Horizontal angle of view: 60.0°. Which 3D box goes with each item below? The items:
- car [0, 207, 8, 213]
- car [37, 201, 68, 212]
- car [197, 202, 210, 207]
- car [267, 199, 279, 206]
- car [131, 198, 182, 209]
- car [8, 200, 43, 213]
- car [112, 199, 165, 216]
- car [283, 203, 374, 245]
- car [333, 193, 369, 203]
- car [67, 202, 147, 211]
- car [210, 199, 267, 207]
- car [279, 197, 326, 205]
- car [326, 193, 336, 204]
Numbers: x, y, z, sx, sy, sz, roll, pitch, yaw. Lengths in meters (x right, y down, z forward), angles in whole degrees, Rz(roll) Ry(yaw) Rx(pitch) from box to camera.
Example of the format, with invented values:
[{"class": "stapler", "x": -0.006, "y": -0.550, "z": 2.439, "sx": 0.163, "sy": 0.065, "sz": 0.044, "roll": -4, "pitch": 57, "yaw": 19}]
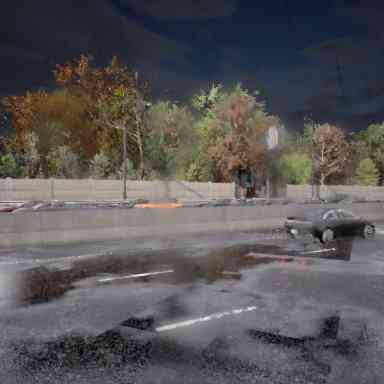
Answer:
[{"class": "car", "x": -13.666, "y": 1.478, "z": 28.282, "sx": 5.008, "sy": 1.535, "sz": 1.882, "roll": 0, "pitch": 0, "yaw": -30}, {"class": "car", "x": -7.760, "y": 1.547, "z": 23.628, "sx": 5.357, "sy": 1.411, "sz": 2.033, "roll": 0, "pitch": 0, "yaw": -30}, {"class": "car", "x": 3.128, "y": 1.548, "z": 38.148, "sx": 5.357, "sy": 1.411, "sz": 2.033, "roll": 0, "pitch": 0, "yaw": -30}, {"class": "car", "x": 12.001, "y": 1.549, "z": 43.350, "sx": 5.357, "sy": 1.411, "sz": 2.033, "roll": 0, "pitch": 0, "yaw": -30}, {"class": "car", "x": -3.192, "y": 1.352, "z": 30.371, "sx": 4.553, "sy": 1.767, "sz": 2.097, "roll": 0, "pitch": 0, "yaw": -30}, {"class": "car", "x": -11.169, "y": 1.492, "z": 25.687, "sx": 4.902, "sy": 1.511, "sz": 2.128, "roll": 0, "pitch": 0, "yaw": -30}, {"class": "car", "x": -5.301, "y": 1.505, "z": 33.188, "sx": 4.892, "sy": 1.490, "sz": 1.837, "roll": 0, "pitch": 0, "yaw": -30}, {"class": "car", "x": 6.476, "y": 1.491, "z": 15.523, "sx": 4.902, "sy": 1.511, "sz": 2.128, "roll": 0, "pitch": 0, "yaw": -30}, {"class": "car", "x": 21.899, "y": 1.358, "z": 45.103, "sx": 4.553, "sy": 1.767, "sz": 2.097, "roll": 0, "pitch": 0, "yaw": -30}, {"class": "car", "x": -5.331, "y": 1.564, "z": 21.000, "sx": 4.181, "sy": 1.385, "sz": 1.994, "roll": 0, "pitch": 0, "yaw": -30}, {"class": "car", "x": 4.991, "y": 1.548, "z": 35.177, "sx": 5.357, "sy": 1.411, "sz": 2.033, "roll": 0, "pitch": 0, "yaw": -31}, {"class": "car", "x": 13.388, "y": 1.493, "z": 40.107, "sx": 4.902, "sy": 1.511, "sz": 2.128, "roll": 0, "pitch": 0, "yaw": -30}, {"class": "car", "x": 20.919, "y": 1.228, "z": 48.582, "sx": 5.566, "sy": 2.045, "sz": 2.150, "roll": 0, "pitch": 0, "yaw": -30}]
